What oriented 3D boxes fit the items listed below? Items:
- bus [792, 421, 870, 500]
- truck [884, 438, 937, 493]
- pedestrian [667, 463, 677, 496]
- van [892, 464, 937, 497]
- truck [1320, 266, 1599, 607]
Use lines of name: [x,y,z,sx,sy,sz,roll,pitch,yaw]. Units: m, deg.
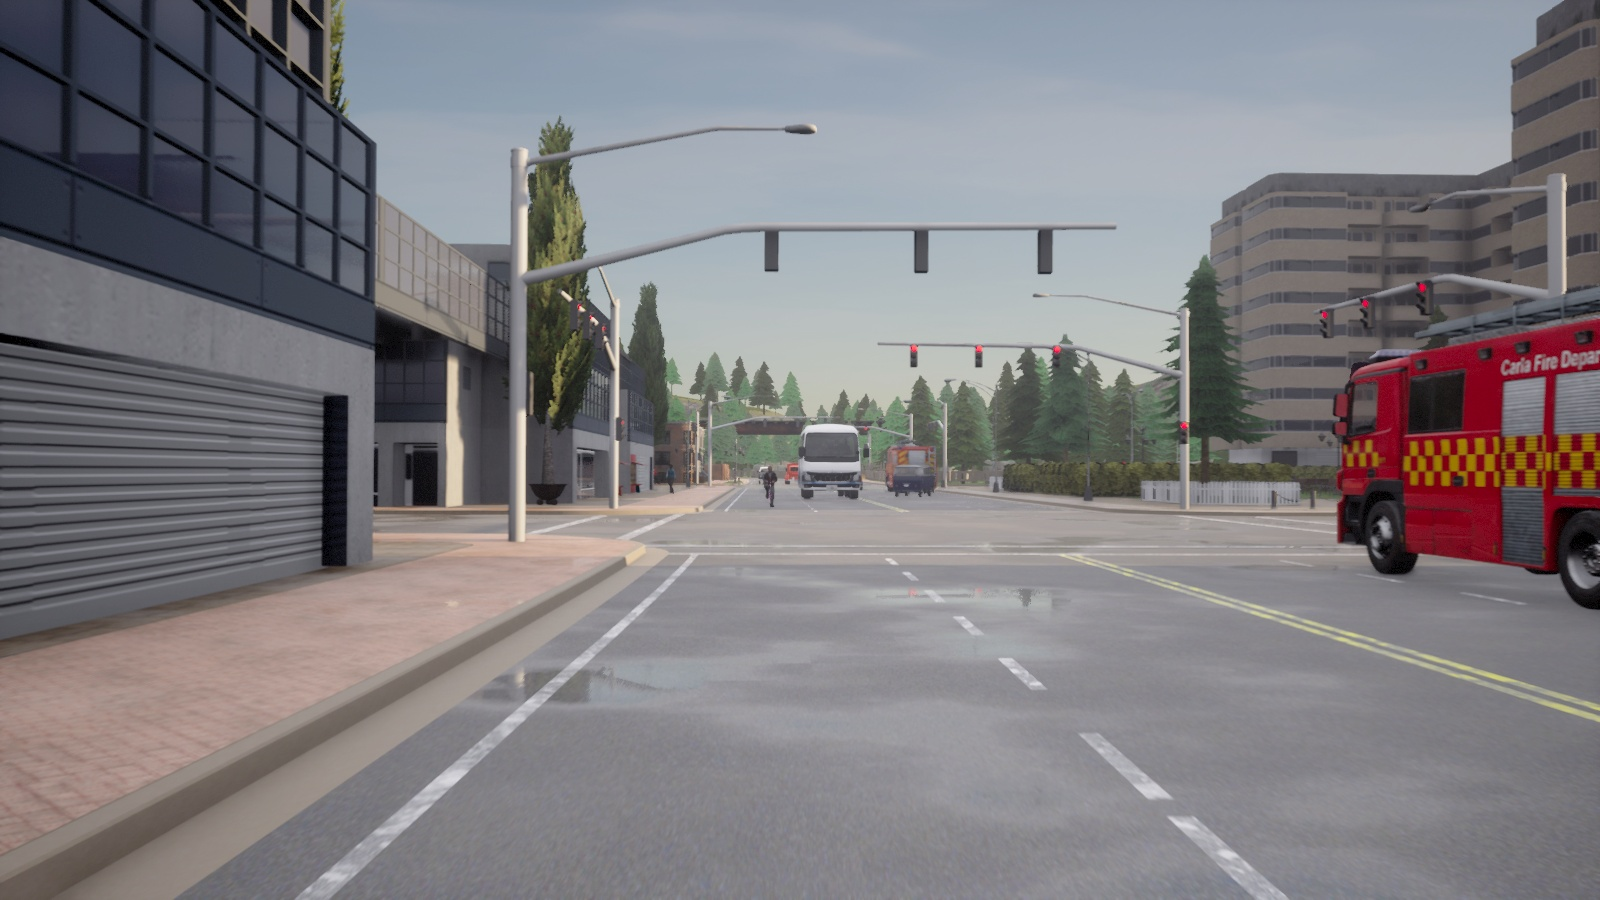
bus: [1.658,0.661,73.442,3.944,4.253,10.273,0,-1,-2]
truck: [8.100,1.174,92.953,2.891,3.827,8.468,0,-1,-2]
pedestrian: [-7.654,1.757,74.867,0.396,1.930,0.692,0,-1,13]
van: [7.108,1.842,77.764,1.775,1.987,4.442,-1,-1,19]
truck: [10.419,-0.102,17.317,2.891,3.827,8.468,0,-1,-1]
